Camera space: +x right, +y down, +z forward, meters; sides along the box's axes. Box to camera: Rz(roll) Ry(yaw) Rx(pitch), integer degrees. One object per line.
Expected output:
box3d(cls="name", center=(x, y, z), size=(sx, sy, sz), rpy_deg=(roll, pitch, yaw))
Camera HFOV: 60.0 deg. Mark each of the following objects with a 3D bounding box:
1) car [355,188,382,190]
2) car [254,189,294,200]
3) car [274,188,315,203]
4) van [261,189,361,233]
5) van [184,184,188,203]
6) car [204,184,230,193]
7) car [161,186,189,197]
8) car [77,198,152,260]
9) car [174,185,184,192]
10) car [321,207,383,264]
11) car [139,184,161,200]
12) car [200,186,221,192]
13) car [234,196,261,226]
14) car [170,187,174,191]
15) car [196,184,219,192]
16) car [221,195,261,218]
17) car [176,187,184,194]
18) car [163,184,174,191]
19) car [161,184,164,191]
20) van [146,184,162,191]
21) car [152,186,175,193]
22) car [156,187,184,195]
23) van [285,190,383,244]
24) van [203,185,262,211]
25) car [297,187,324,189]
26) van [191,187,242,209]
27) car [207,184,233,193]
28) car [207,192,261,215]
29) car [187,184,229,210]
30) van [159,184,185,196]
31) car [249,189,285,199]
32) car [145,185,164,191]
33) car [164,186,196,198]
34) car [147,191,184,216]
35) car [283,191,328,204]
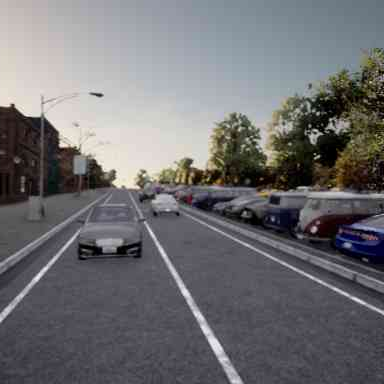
box3d(cls="car", center=(16.573, 0.785, 26.775), size=(5.566, 2.045, 2.435), rpy_deg=(0, 2, -12))
box3d(cls="car", center=(11.898, 0.362, 48.481), size=(5.366, 1.575, 1.946), rpy_deg=(0, 2, -12))
box3d(cls="car", center=(13.241, 0.410, 43.090), size=(4.553, 1.767, 2.185), rpy_deg=(0, 2, -12))
box3d(cls="van", center=(5.748, 0.985, 15.299), size=(4.442, 1.987, 1.878), rpy_deg=(0, 1, -12))
box3d(cls="van", center=(1.754, 0.429, 34.509), size=(4.442, 1.987, 1.878), rpy_deg=(0, 2, -12))
box3d(cls="car", center=(5.815, -0.817, 78.512), size=(5.566, 2.045, 2.435), rpy_deg=(0, 2, -12))
box3d(cls="car", center=(-2.894, -0.153, 56.441), size=(4.553, 1.767, 2.185), rpy_deg=(0, 2, -12))
box3d(cls="car", center=(-2.694, 1.198, 11.284), size=(2.128, 1.511, 4.902), rpy_deg=(0, 2, -12))
box3d(cls="car", center=(0.528, 0.359, 39.981), size=(4.553, 1.767, 2.185), rpy_deg=(0, 2, -12))
box3d(cls="car", center=(6.768, 1.343, 9.789), size=(5.008, 1.535, 2.097), rpy_deg=(0, 1, -12))
box3d(cls="car", center=(-5.353, 0.275, 40.555), size=(2.097, 1.767, 4.553), rpy_deg=(0, 2, -11))
box3d(cls="car", center=(4.702, -0.729, 83.973), size=(5.008, 1.535, 2.097), rpy_deg=(0, 2, -12))
box3d(cls="car", center=(5.089, 1.172, 18.031), size=(4.792, 1.488, 2.163), rpy_deg=(0, 1, -12))
box3d(cls="car", center=(-0.077, 0.439, 42.722), size=(4.674, 1.452, 2.002), rpy_deg=(0, 2, -12))
box3d(cls="car", center=(4.115, -1.060, 86.689), size=(5.566, 2.045, 2.435), rpy_deg=(0, 1, -12))
box3d(cls="car", center=(4.487, 1.107, 20.773), size=(4.674, 1.452, 2.002), rpy_deg=(0, 2, -12))
box3d(cls="car", center=(1.060, 0.570, 37.234), size=(4.892, 1.521, 2.231), rpy_deg=(0, 2, -12))
box3d(cls="car", center=(-0.670, 0.062, 45.452), size=(5.566, 2.045, 2.435), rpy_deg=(0, 2, -12))
box3d(cls="car", center=(-1.240, -0.023, 48.195), size=(5.566, 2.045, 2.435), rpy_deg=(0, 2, -12))
box3d(cls="van", center=(-10.795, -1.401, 94.861), size=(4.442, 1.987, 1.878), rpy_deg=(0, 1, -12))
box3d(cls="car", center=(-6.321, -0.509, 72.905), size=(4.792, 1.488, 2.163), rpy_deg=(0, 2, -12))
box3d(cls="car", center=(-4.072, -0.198, 61.924), size=(5.008, 1.535, 2.097), rpy_deg=(0, 2, -12))
box3d(cls="van", center=(6.090, 1.052, 12.510), size=(4.442, 1.987, 1.878), rpy_deg=(0, 1, -12))
box3d(cls="van", center=(3.464, 0.685, 26.281), size=(4.442, 1.987, 1.878), rpy_deg=(0, 2, -12))
box3d(cls="car", center=(14.370, 0.453, 37.652), size=(5.566, 2.045, 2.435), rpy_deg=(0, 2, -12))
box3d(cls="van", center=(2.324, 0.515, 31.766), size=(4.442, 1.987, 1.878), rpy_deg=(0, 2, -12))
box3d(cls="car", center=(6.357, -0.736, 75.907), size=(5.566, 2.045, 2.435), rpy_deg=(0, 2, -12))
box3d(cls="car", center=(3.925, 0.990, 23.517), size=(4.892, 1.521, 2.231), rpy_deg=(0, 2, -12))
box3d(cls="car", center=(2.753, 0.574, 28.991), size=(5.566, 2.045, 2.435), rpy_deg=(0, 2, -12))
box3d(cls="van", center=(-3.608, -0.339, 59.151), size=(4.442, 1.987, 1.878), rpy_deg=(0, 2, -12))
box3d(cls="car", center=(11.520, 0.283, 51.238), size=(4.892, 1.521, 2.231), rpy_deg=(0, 2, -12))
box3d(cls="car", center=(-10.347, -1.100, 92.098), size=(5.008, 1.535, 2.097), rpy_deg=(0, 1, -12))
box3d(cls="car", center=(-1.815, 0.017, 50.942), size=(4.553, 1.767, 2.185), rpy_deg=(0, 2, -12))
box3d(cls="car", center=(-2.071, 0.912, 24.625), size=(1.812, 1.442, 4.674), rpy_deg=(0, 2, -11))
box3d(cls="car", center=(13.746, 0.649, 40.365), size=(4.792, 1.488, 2.163), rpy_deg=(0, 2, -12))
